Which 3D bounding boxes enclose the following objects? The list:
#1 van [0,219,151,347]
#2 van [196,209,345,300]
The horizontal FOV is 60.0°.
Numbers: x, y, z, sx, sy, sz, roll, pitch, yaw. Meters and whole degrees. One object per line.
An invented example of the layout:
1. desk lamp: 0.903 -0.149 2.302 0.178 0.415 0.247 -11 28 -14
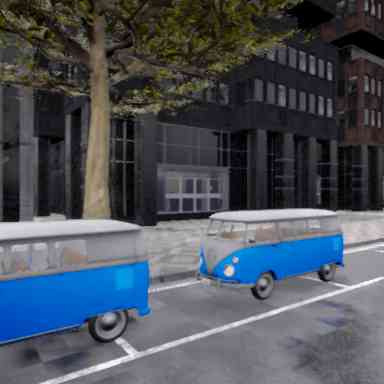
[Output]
1. van: -2.566 1.340 4.817 3.998 1.788 1.690 0 0 -36
2. van: 2.008 1.329 8.080 3.998 1.788 1.690 0 0 -36
